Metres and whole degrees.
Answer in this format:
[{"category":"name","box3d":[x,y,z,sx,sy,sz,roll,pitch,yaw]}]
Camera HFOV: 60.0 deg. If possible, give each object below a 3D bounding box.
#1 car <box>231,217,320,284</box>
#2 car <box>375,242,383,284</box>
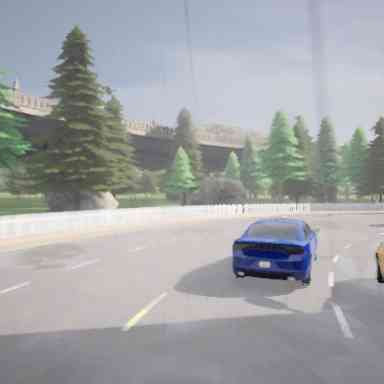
[{"category":"car","box3d":[2.622,1.480,9.806,1.882,1.535,5.008,0,0,23]},{"category":"car","box3d":[4.968,1.497,6.459,1.882,1.535,5.008,0,0,19]}]
